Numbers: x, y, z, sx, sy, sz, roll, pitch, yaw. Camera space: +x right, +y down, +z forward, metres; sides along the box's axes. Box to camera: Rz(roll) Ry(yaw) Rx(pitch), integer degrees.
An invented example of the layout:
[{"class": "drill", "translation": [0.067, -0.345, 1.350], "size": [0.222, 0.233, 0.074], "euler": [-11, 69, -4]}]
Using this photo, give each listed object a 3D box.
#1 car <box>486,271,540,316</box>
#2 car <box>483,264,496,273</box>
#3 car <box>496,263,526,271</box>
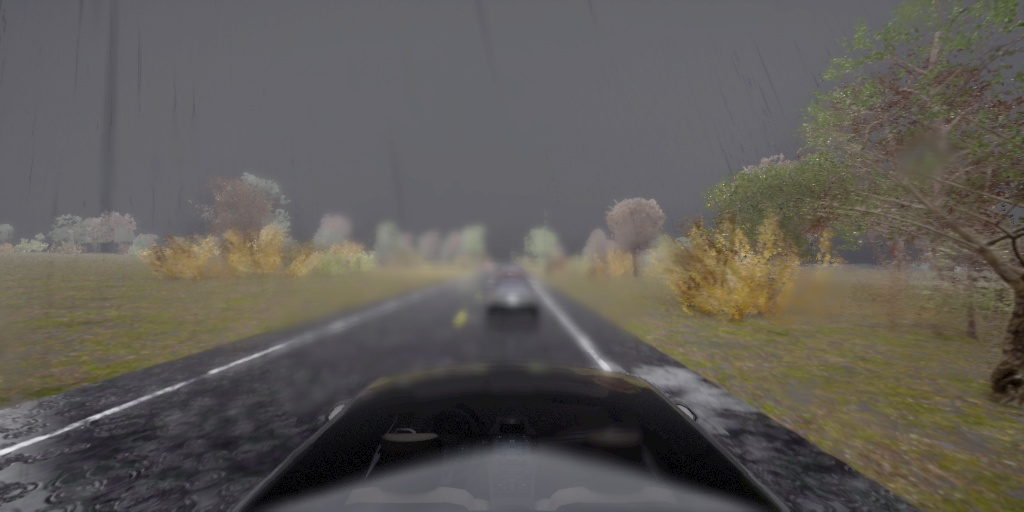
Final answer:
[{"class": "car", "translation": [0.051, 1.482, 14.342], "size": [1.994, 1.385, 4.181], "euler": [0, -1, 1]}, {"class": "car", "translation": [-3.552, 2.047, 58.570], "size": [1.812, 1.442, 4.674], "euler": [0, -1, 0]}, {"class": "car", "translation": [0.052, 1.465, 29.060], "size": [2.097, 1.767, 4.553], "euler": [0, -1, 1]}]
